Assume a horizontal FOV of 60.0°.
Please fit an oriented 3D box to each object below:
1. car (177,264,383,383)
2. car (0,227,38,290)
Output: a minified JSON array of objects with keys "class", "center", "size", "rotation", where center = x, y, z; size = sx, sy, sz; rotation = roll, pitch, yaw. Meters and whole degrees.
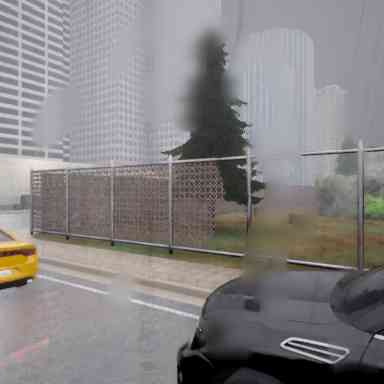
[{"class":"car","center":[2.526,1.220,2.232],"size":[5.566,2.045,2.150],"rotation":[0,0,35]},{"class":"car","center":[-5.766,1.478,8.075],"size":[5.008,1.535,1.882],"rotation":[0,0,35]}]
